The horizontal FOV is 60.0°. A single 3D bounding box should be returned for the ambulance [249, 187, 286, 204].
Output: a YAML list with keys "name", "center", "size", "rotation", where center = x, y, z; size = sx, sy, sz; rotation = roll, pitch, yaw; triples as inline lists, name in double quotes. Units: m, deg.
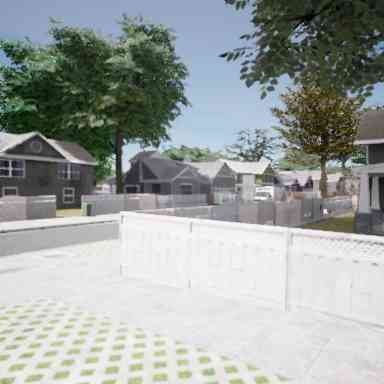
- name: "ambulance"
  center: [8.766, 0.677, 38.593]
  size: [2.351, 2.431, 6.366]
  rotation: [1, 1, 36]
